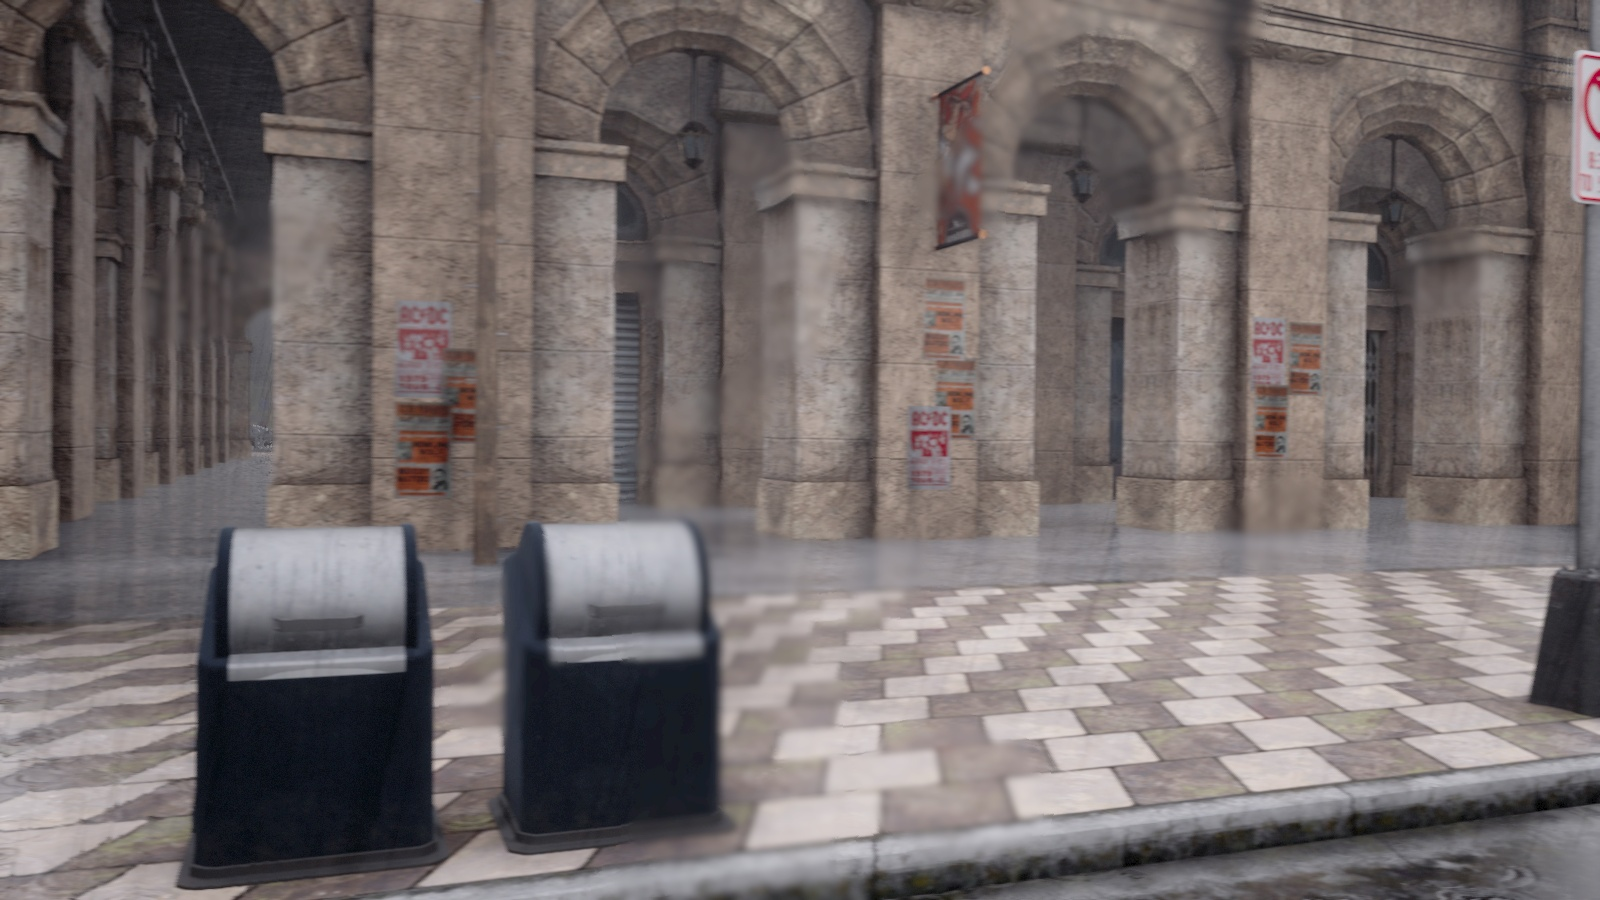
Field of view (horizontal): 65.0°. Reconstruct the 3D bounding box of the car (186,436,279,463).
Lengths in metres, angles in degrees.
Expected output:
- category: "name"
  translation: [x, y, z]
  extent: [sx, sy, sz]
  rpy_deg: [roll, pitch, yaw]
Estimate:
- category: "car"
  translation: [-33.660, -0.048, 74.659]
  extent: [4.892, 1.490, 1.837]
  rpy_deg: [-1, 1, -21]
